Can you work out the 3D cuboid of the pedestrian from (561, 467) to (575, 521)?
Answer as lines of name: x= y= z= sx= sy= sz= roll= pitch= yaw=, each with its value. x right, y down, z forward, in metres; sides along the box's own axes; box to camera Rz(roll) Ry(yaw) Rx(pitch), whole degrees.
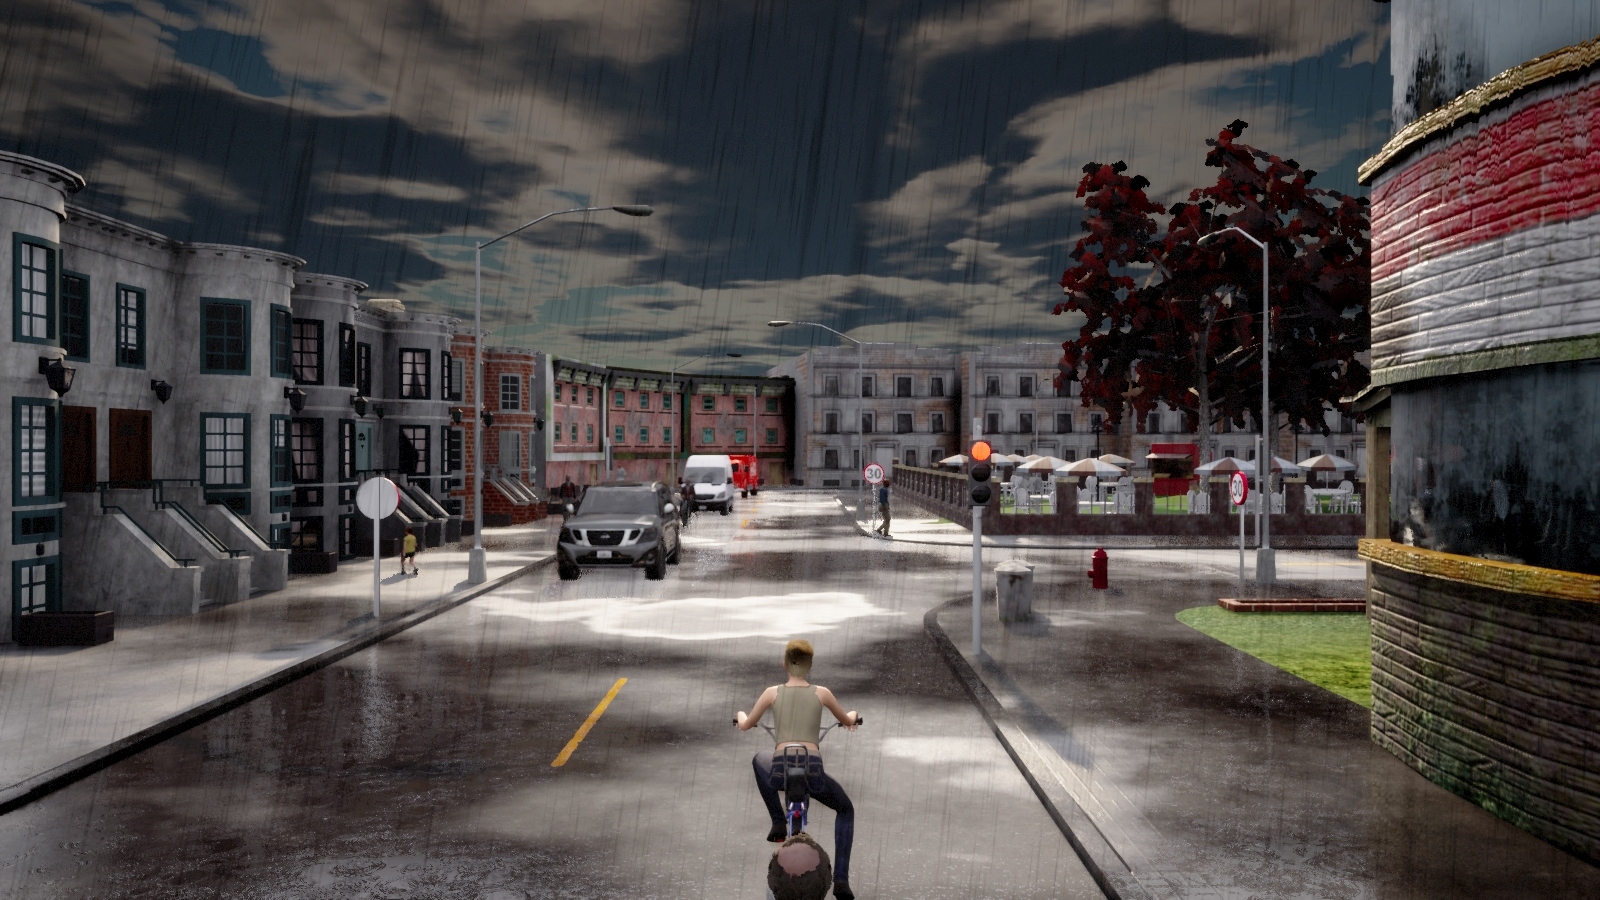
pedestrian: x=-8.009 y=1.508 z=39.388 sx=0.375 sy=1.860 sz=0.375 roll=0 pitch=0 yaw=-28

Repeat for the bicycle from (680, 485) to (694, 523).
bicycle: x=-4.019 y=1.924 z=40.724 sx=0.329 sy=1.271 sz=1.835 roll=0 pitch=0 yaw=0

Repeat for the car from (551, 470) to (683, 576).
car: x=-4.008 y=1.548 z=26.086 sx=2.150 sy=2.045 sz=5.566 roll=0 pitch=0 yaw=0

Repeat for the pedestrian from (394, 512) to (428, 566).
pedestrian: x=-8.340 y=1.894 z=24.485 sx=0.500 sy=1.100 sz=0.500 roll=0 pitch=0 yaw=38

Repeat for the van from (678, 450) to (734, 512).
van: x=-4.034 y=1.295 z=50.051 sx=1.988 sy=2.561 sz=5.915 roll=0 pitch=0 yaw=0

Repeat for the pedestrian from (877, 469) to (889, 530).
pedestrian: x=2.563 y=1.534 z=35.317 sx=0.375 sy=1.860 sz=0.375 roll=0 pitch=0 yaw=5

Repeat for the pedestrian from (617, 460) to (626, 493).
pedestrian: x=-10.145 y=1.500 z=64.960 sx=0.375 sy=1.860 sz=0.375 roll=0 pitch=0 yaw=20

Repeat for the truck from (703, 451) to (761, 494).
truck: x=-3.976 y=1.330 z=68.094 sx=2.627 sy=2.467 sz=5.204 roll=0 pitch=-1 yaw=6
